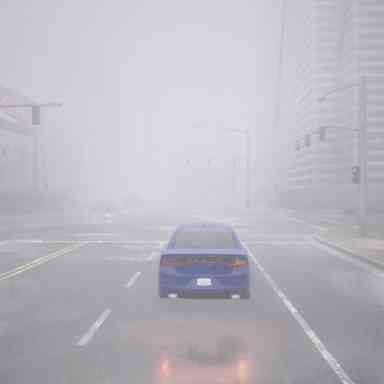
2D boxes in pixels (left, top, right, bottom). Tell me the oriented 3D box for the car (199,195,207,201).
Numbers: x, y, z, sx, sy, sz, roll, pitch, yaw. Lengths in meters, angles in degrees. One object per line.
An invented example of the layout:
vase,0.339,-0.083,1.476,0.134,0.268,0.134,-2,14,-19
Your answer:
car,2.801,1.524,86.272,1.812,1.442,4.674,0,0,2

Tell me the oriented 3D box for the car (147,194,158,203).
car,-8.278,1.563,68.870,1.994,1.385,4.181,0,0,2

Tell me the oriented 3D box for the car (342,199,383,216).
car,17.242,1.505,32.398,4.892,1.490,1.837,0,0,2

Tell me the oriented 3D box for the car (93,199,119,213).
car,-9.436,1.525,36.765,1.812,1.442,4.674,0,0,2

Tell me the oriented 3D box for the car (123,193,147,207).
car,-8.950,1.221,51.268,2.150,2.045,5.566,0,0,2

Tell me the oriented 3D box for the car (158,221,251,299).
car,0.313,1.478,8.497,1.882,1.535,5.008,0,0,2
